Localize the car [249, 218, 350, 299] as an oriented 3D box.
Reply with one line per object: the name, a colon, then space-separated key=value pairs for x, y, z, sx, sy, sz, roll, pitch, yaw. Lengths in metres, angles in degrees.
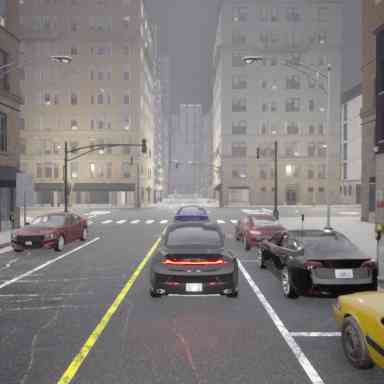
car: x=2.843 y=1.564 z=8.305 sx=1.947 sy=1.339 sz=4.313 roll=-1 pitch=0 yaw=0

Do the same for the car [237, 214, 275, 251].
car: x=2.829 y=1.578 z=13.890 sx=1.802 sy=1.307 sz=4.206 roll=-1 pitch=0 yaw=0

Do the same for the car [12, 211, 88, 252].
car: x=-5.716 y=1.541 z=13.867 sx=1.887 sy=1.381 sz=4.507 roll=-1 pitch=0 yaw=0

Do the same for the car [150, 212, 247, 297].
car: x=0.046 y=1.503 z=8.533 sx=1.837 sy=1.490 sz=4.892 roll=0 pitch=0 yaw=0

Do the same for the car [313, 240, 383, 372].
car: x=2.855 y=1.525 z=2.888 sx=1.752 sy=1.417 sz=4.829 roll=-1 pitch=0 yaw=0

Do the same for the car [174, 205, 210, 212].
car: x=-0.012 y=1.473 z=18.483 sx=1.882 sy=1.535 sz=5.008 roll=0 pitch=0 yaw=0
